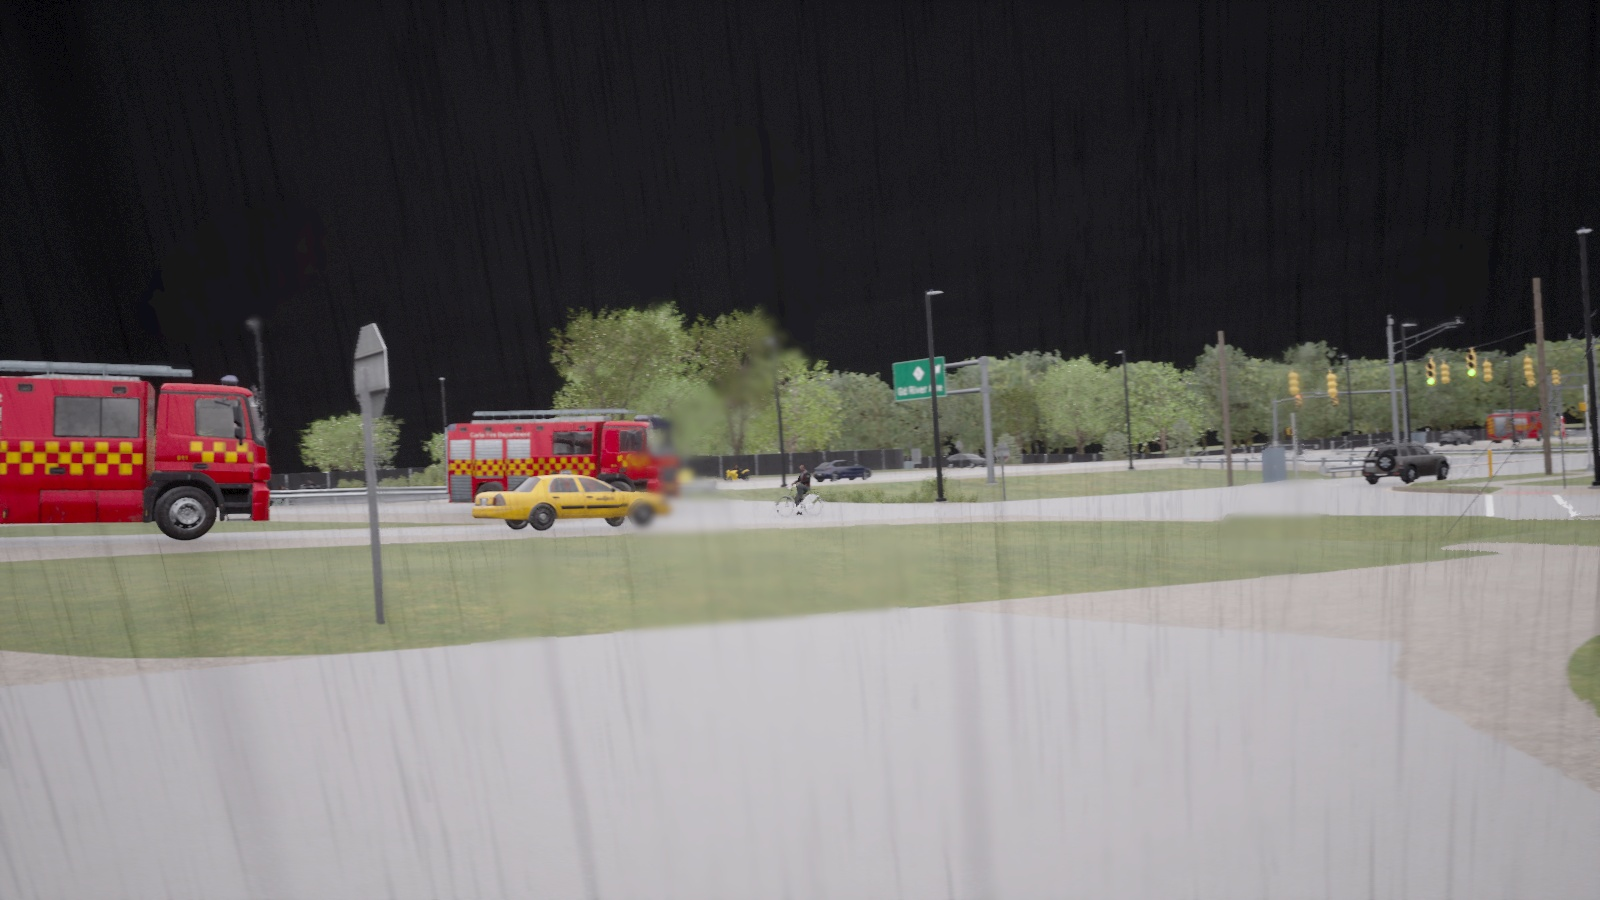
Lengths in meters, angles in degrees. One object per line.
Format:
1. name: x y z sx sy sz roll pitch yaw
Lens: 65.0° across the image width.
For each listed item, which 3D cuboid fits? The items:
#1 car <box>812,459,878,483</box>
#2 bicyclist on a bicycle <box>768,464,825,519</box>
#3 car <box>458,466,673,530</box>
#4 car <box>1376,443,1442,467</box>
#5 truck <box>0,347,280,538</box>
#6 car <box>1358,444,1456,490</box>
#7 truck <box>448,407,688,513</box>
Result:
1. car: 3.085 1.435 85.761 4.193 1.474 1.816 -2 -1 -36
2. bicyclist on a bicycle: -0.114 1.375 42.078 1.843 1.776 0.659 0 -1 -34
3. car: -6.178 1.259 33.465 5.366 1.575 1.801 1 -2 -35
4. car: 43.111 0.367 88.983 1.789 1.549 3.705 -3 0 -39
5. truck: -15.778 -0.082 26.826 8.468 3.827 2.891 1 -3 -24
6. car: 26.954 0.749 55.702 4.605 1.855 1.932 -2 -1 -37
7. truck: -8.747 0.336 47.648 8.468 3.827 2.891 0 1 13
